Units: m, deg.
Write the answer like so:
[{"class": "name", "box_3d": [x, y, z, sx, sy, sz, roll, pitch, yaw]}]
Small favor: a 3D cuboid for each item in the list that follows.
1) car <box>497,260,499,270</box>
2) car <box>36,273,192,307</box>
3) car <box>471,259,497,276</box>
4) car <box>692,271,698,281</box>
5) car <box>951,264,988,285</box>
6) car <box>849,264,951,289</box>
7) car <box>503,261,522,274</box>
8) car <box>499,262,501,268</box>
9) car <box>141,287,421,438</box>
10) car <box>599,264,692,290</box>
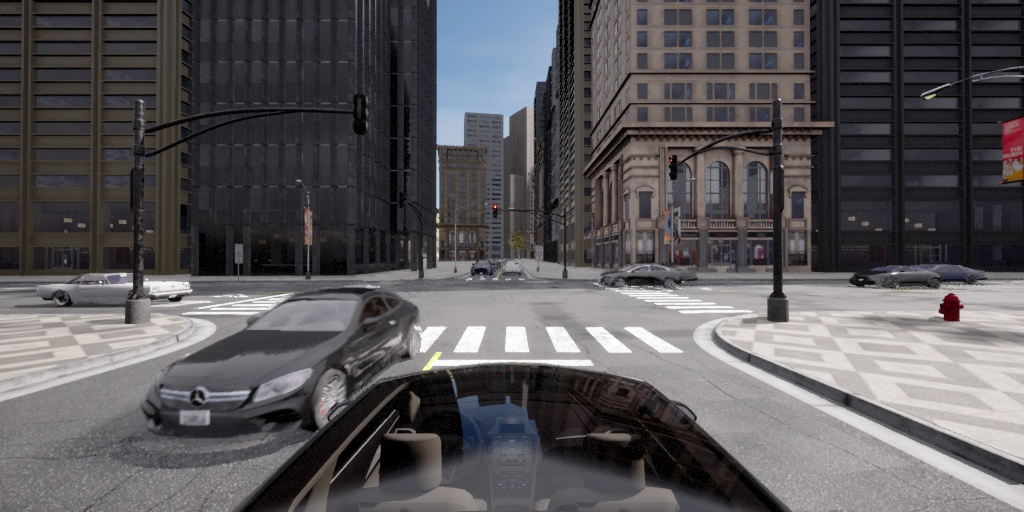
[{"class": "car", "box_3d": [-3.056, 1.378, 46.386, 1.994, 1.385, 4.181, 0, 0, 0]}, {"class": "car", "box_3d": [-16.375, 1.366, 14.983, 4.718, 1.301, 1.895, 0, 0, 0]}, {"class": "car", "box_3d": [-3.046, 1.146, 37.614, 2.097, 1.767, 4.553, 0, 0, 0]}, {"class": "car", "box_3d": [9.968, 1.299, 24.956, 5.357, 1.411, 2.033, 0, 0, 0]}, {"class": "car", "box_3d": [29.514, 1.249, 24.967, 5.357, 1.411, 2.033, 0, 0, 0]}, {"class": "car", "box_3d": [23.137, 1.257, 21.716, 4.181, 1.385, 1.994, 0, 0, 0]}, {"class": "car", "box_3d": [0.089, 1.327, 41.142, 1.812, 1.442, 4.674, 0, 0, 1]}, {"class": "car", "box_3d": [-3.052, 1.401, 55.417, 1.994, 1.385, 4.181, 0, 0, 0]}, {"class": "car", "box_3d": [-2.856, 1.274, 5.716, 1.812, 1.442, 4.674, 0, 0, 4]}, {"class": "car", "box_3d": [7.762, 1.225, 21.704, 4.902, 1.511, 2.128, 0, 0, 0]}]
